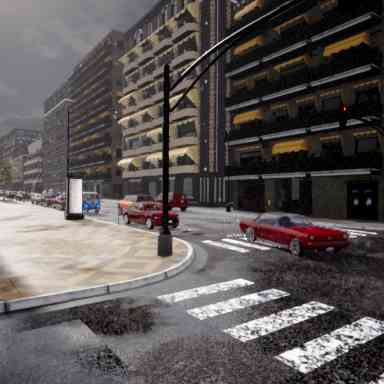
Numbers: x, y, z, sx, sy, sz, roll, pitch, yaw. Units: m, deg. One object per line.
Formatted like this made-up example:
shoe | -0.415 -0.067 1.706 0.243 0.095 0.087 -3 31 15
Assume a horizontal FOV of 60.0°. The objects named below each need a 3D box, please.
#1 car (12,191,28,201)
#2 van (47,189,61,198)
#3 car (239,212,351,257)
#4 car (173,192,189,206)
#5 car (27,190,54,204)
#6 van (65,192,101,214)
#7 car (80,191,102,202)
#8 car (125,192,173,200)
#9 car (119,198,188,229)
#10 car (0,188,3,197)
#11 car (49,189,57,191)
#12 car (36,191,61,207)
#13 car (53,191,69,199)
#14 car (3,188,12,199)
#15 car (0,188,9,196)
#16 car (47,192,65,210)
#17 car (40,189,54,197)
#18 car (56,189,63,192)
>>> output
car | -25.749 0.541 51.055 1.967 1.590 4.097 2 0 -36
van | -28.973 0.260 69.711 1.690 1.788 3.998 2 0 -36
car | 3.814 1.527 13.148 1.895 1.301 4.718 1 1 -22
car | -2.322 0.936 33.138 2.192 1.841 5.009 2 0 -36
car | -18.990 0.805 41.774 1.752 1.417 4.829 2 0 -36
van | -9.090 0.881 28.197 1.690 1.788 3.998 2 0 -36
car | -15.650 0.710 51.425 1.967 1.590 4.097 2 0 -36
car | -3.735 1.004 25.222 2.097 1.767 4.553 1 0 -36
car | -2.434 1.261 19.053 1.887 1.381 4.507 2 0 -36
car | -39.078 0.301 69.341 2.008 1.369 4.403 2 0 -36
car | -25.090 0.599 59.983 2.033 1.411 5.357 1 0 -38
car | -15.759 0.909 37.340 1.887 1.381 4.507 2 0 -36
car | -25.747 0.529 65.277 1.752 1.417 4.829 2 0 -36
car | -32.416 0.470 60.198 1.887 1.381 4.507 2 0 -36
car | -42.402 -0.022 73.913 2.192 1.841 5.009 2 0 -36
car | -12.427 0.997 32.768 1.887 1.381 4.507 2 0 -36
car | -32.307 0.272 74.283 1.967 1.590 4.097 2 0 -36
car | -14.237 0.726 39.663 2.097 1.767 4.553 1 0 -36
